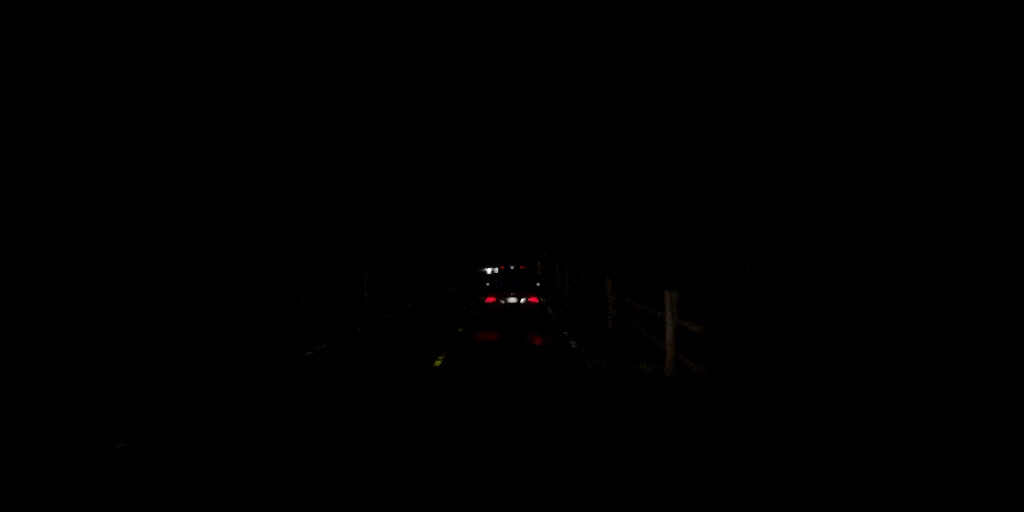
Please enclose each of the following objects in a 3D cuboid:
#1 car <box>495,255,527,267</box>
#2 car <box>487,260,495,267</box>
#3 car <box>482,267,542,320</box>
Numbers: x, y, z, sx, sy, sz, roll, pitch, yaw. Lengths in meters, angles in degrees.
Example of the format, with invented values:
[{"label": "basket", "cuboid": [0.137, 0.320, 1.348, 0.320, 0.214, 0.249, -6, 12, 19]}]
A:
[{"label": "car", "cuboid": [0.039, 0.916, 28.596, 2.150, 2.045, 5.566, 0, 0, 0]}, {"label": "car", "cuboid": [-2.785, 1.238, 56.100, 1.895, 1.301, 4.718, 0, 0, 1]}, {"label": "car", "cuboid": [0.028, 1.275, 12.522, 2.033, 1.411, 5.357, 0, 0, 1]}]
